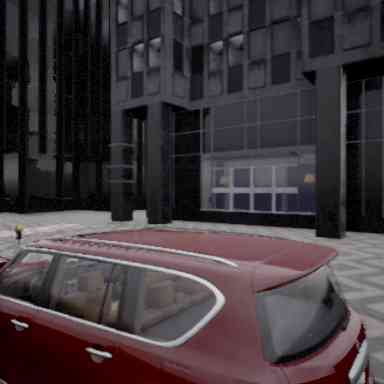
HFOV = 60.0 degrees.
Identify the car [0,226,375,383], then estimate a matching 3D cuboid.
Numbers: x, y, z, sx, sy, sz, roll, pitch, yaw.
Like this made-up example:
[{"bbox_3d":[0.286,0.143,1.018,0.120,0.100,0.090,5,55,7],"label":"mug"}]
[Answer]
[{"bbox_3d":[-0.844,1.315,3.563,5.009,1.841,2.192,0,0,36],"label":"car"}]
